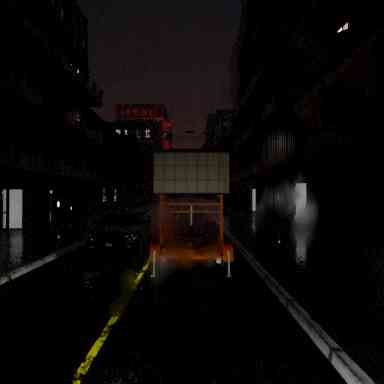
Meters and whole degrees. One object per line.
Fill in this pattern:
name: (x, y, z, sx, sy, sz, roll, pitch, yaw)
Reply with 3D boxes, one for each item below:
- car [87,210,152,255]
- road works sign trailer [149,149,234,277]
car: (-2.772, 1.498, 13.591, 1.882, 1.535, 5.008, 0, 0, 0)
road works sign trailer: (-0.016, 0.477, 10.240, 2.380, 3.560, 2.880, 0, 0, 0)
